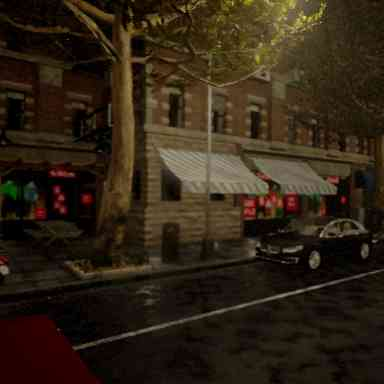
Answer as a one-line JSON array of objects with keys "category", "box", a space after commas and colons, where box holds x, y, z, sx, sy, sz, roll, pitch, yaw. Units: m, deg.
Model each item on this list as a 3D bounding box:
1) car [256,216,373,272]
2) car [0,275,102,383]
[{"category": "car", "box": [4.290, 1.599, 11.347, 4.892, 1.521, 2.231, 1, 0, -35]}, {"category": "car", "box": [-3.045, 1.582, 1.835, 4.718, 1.301, 1.895, 1, 0, -35]}]
